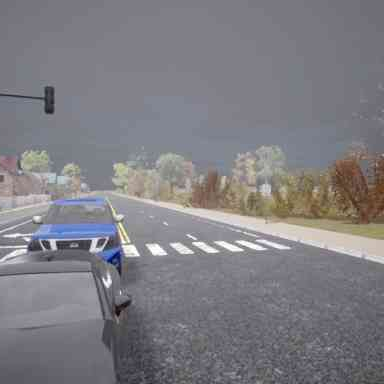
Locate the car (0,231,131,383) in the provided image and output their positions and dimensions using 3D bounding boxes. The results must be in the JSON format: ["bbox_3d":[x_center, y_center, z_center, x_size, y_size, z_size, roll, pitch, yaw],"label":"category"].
[{"bbox_3d":[-1.743,1.524,3.965,1.812,1.442,4.674,0,0,-12],"label":"car"}]

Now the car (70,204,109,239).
[{"bbox_3d":[-5.607,1.496,18.583,1.837,1.490,4.892,0,0,-15],"label":"car"}]

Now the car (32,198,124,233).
[{"bbox_3d":[-3.342,1.218,10.064,2.150,2.045,5.566,0,0,-15],"label":"car"}]

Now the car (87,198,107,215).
[{"bbox_3d":[-10.108,1.453,35.522,1.882,1.535,5.008,0,0,-15],"label":"car"}]
